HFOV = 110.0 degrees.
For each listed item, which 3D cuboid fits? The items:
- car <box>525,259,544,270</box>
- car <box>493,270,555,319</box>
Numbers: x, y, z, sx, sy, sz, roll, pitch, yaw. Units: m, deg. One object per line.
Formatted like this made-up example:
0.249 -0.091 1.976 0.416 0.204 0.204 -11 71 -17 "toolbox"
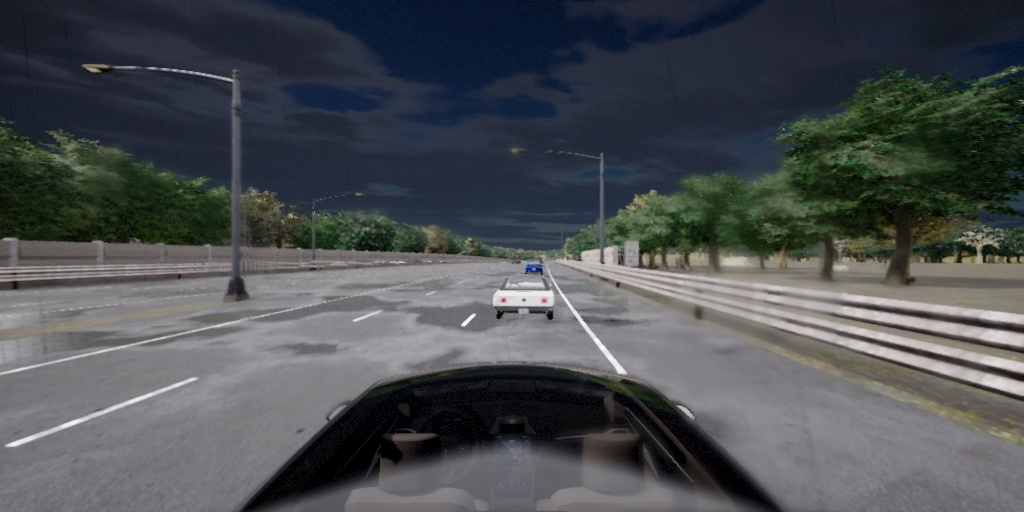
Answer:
2.551 1.289 40.831 1.882 1.535 5.008 0 0 5 "car"
0.492 1.358 12.918 1.895 1.301 4.718 0 0 3 "car"
